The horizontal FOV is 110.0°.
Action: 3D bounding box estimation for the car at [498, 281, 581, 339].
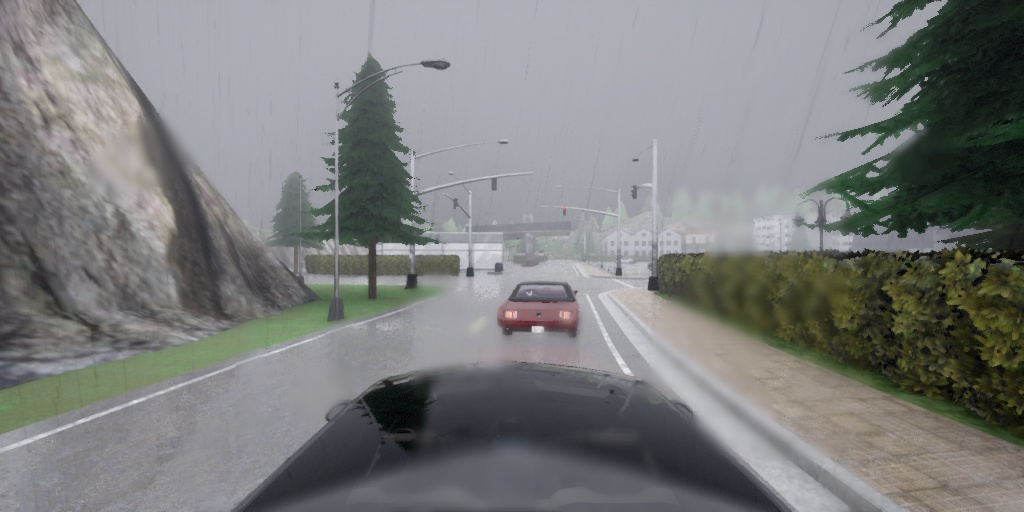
[{"bbox_3d":[0.921,1.349,10.183,1.895,1.301,4.718,0,0,8],"label":"car"}]
